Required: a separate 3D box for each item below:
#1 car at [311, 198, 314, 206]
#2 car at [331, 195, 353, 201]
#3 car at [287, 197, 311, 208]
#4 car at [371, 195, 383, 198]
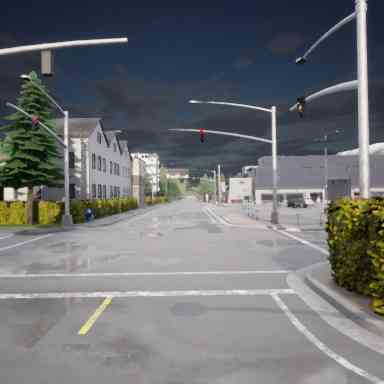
[{"bbox_3d":[19.090,1.573,56.182,1.970,1.475,3.806,-1,-1,0],"label":"car"},{"bbox_3d":[25.504,1.398,56.519,2.152,1.636,5.027,-1,-1,0],"label":"car"},{"bbox_3d":[15.442,1.629,49.125,2.007,1.523,4.514,-1,-1,0],"label":"car"},{"bbox_3d":[19.127,1.183,31.256,1.905,1.878,3.866,-1,-1,0],"label":"car"}]
